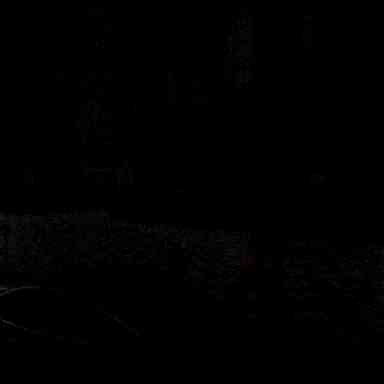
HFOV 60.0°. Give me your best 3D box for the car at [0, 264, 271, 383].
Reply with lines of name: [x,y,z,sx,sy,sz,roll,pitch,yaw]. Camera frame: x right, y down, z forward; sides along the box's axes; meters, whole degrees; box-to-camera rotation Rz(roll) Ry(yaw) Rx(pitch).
car: [-1.252,1.543,3.856,4.313,1.339,1.947,1,0,36]
